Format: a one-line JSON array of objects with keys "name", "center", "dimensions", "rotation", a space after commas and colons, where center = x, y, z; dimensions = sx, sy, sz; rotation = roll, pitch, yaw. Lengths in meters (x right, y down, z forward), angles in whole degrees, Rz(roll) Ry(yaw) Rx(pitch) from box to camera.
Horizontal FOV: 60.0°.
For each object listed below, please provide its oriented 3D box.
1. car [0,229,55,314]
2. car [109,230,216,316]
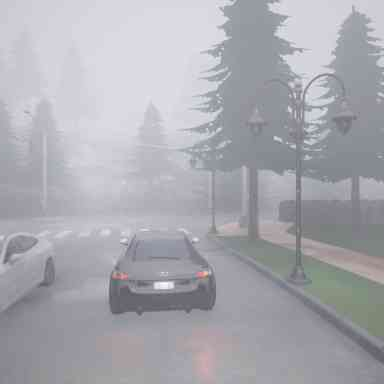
[{"name": "car", "center": [-4.143, 1.526, 6.533], "dimensions": [1.812, 1.442, 4.674], "rotation": [0, 0, -6]}, {"name": "car", "center": [-0.724, 1.564, 7.670], "dimensions": [1.994, 1.385, 4.181], "rotation": [0, 0, -7]}]
